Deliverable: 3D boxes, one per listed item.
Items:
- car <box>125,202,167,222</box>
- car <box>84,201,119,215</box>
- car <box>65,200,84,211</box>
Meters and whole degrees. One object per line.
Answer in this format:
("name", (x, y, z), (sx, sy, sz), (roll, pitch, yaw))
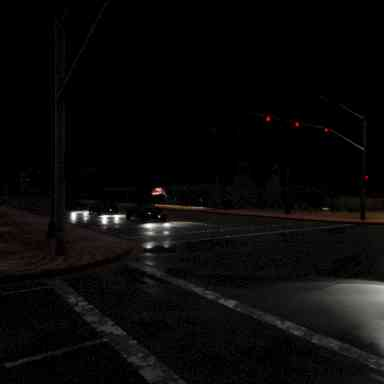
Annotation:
("car", (-3.768, 1.526, 26.366), (1.812, 1.442, 4.674), (0, 0, -36))
("car", (-8.999, 1.564, 33.682), (1.994, 1.385, 4.181), (0, 0, -35))
("car", (-14.839, 1.601, 41.890), (1.895, 1.301, 4.718), (0, 0, -35))
